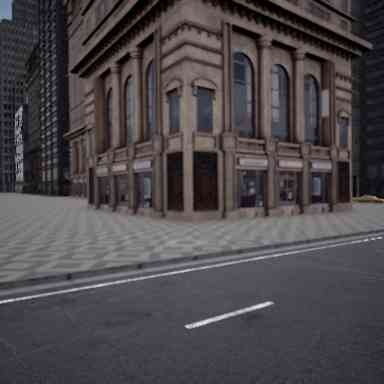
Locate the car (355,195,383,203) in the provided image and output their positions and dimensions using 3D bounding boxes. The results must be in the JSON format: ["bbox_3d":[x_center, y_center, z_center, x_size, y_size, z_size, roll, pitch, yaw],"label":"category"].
[{"bbox_3d":[29.781,1.194,55.494,1.752,1.417,4.829,0,1,-36],"label":"car"}]
